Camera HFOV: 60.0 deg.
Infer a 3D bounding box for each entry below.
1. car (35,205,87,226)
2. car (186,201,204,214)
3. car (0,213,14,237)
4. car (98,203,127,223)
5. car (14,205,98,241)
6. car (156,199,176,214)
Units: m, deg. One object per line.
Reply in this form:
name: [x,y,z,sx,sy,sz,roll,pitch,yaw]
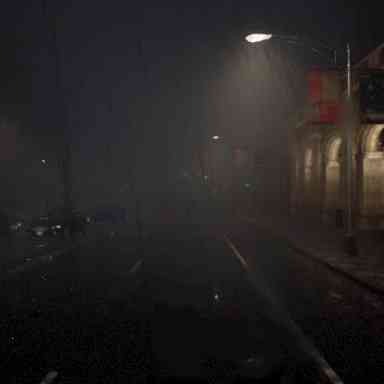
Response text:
car: [-10.366,1.797,26.899,2.033,1.411,5.357,0,-1,1]
car: [0.361,1.871,40.878,2.128,1.511,4.902,0,-1,1]
car: [-10.508,1.701,16.457,2.033,1.411,5.357,0,-1,1]
car: [-6.853,1.740,28.200,1.882,1.535,5.008,0,-1,1]
car: [-6.986,1.657,17.789,2.128,1.511,4.902,0,-1,1]
car: [-3.148,1.734,41.075,2.097,1.767,4.553,0,-1,1]
